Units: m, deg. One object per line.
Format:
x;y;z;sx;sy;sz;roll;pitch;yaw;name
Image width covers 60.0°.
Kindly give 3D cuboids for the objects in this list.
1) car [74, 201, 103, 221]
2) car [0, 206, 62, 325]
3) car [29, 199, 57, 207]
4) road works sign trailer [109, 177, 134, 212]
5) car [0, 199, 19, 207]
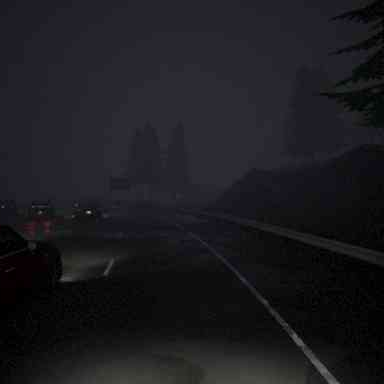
-7.914;1.405;25.416;1.994;1.385;4.181;0;0;-18;car
-3.950;1.321;5.834;2.097;1.767;4.553;0;0;-4;car
-12.262;1.331;27.401;2.128;1.511;4.902;0;0;-19;car
-7.725;0.232;35.557;2.380;3.560;2.880;0;0;-27;road works sign trailer
-17.818;1.371;31.953;2.033;1.411;5.357;0;0;-25;car
